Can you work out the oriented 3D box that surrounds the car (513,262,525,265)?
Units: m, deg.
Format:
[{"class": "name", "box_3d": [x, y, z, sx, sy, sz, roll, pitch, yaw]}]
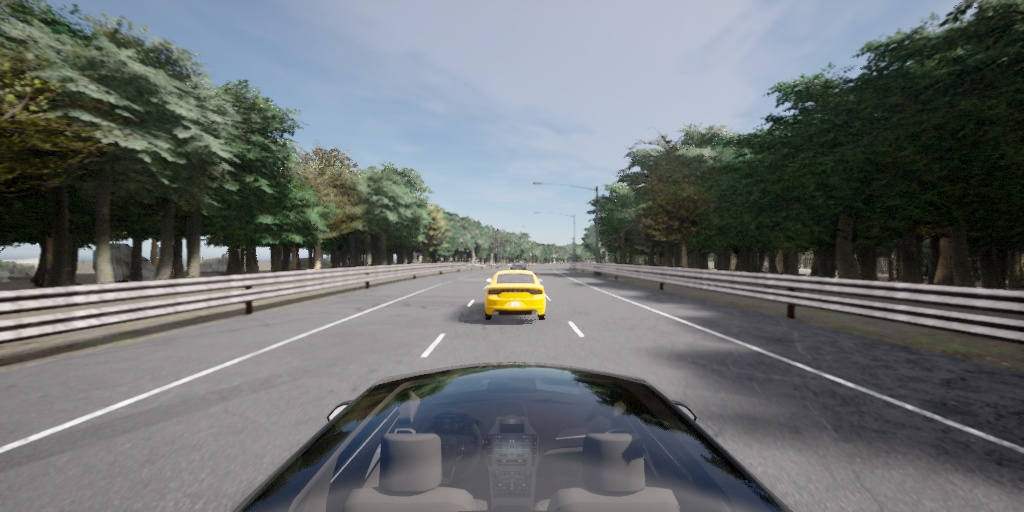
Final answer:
[{"class": "car", "box_3d": [0.856, 1.488, 44.457, 2.128, 1.511, 4.902, 0, -1, 3]}]

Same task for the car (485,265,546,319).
[{"class": "car", "box_3d": [0.098, 1.239, 12.829, 1.882, 1.535, 5.008, 0, 0, 0]}]
